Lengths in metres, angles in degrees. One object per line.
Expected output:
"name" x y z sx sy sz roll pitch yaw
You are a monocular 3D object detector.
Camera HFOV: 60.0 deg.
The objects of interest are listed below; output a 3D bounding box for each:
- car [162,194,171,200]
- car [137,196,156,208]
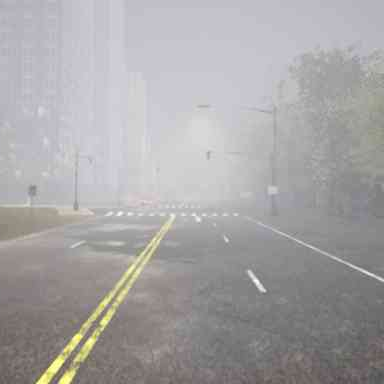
"car" -6.616 1.326 87.949 2.097 1.767 4.553 0 0 0
"car" -6.756 1.421 50.417 2.097 1.767 4.553 1 2 3
